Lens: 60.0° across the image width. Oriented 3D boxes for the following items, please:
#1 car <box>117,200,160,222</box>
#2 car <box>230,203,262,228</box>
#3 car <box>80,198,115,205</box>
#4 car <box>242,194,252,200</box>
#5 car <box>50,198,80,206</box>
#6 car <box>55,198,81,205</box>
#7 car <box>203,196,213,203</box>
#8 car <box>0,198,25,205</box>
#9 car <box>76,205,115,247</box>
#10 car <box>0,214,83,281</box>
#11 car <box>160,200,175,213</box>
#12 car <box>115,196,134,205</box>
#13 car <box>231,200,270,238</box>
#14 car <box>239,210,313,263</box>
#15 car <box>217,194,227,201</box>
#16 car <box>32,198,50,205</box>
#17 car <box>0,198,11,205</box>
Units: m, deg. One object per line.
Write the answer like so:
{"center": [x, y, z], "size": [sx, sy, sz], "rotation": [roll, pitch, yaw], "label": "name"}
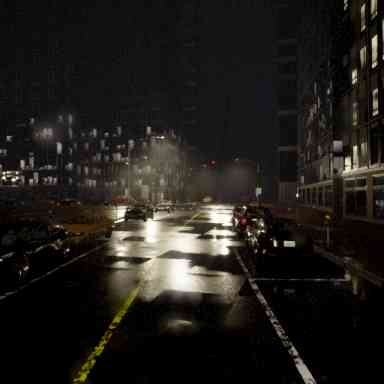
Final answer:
{"center": [-4.126, 1.578, 26.408], "size": [2.008, 1.369, 4.403], "rotation": [1, 0, 5], "label": "car"}
{"center": [3.655, 1.556, 23.227], "size": [1.887, 1.381, 4.507], "rotation": [1, 0, 5], "label": "car"}
{"center": [-15.257, 1.674, 53.864], "size": [4.313, 1.339, 1.947], "rotation": [0, -1, 15], "label": "car"}
{"center": [12.567, 1.439, 76.065], "size": [2.192, 1.841, 5.009], "rotation": [1, 0, 15], "label": "car"}
{"center": [-20.650, 1.695, 55.342], "size": [4.403, 1.369, 2.008], "rotation": [0, -1, 15], "label": "car"}
{"center": [-23.971, 1.882, 64.423], "size": [4.403, 1.369, 2.008], "rotation": [0, -1, 15], "label": "car"}
{"center": [3.567, 1.674, 73.822], "size": [1.752, 1.417, 4.829], "rotation": [1, 0, 14], "label": "car"}
{"center": [-31.436, 1.766, 58.300], "size": [4.403, 1.369, 2.008], "rotation": [0, -1, 15], "label": "car"}
{"center": [-4.892, 1.540, 15.308], "size": [1.752, 1.417, 4.829], "rotation": [1, 0, 3], "label": "car"}
{"center": [-5.121, 1.574, 9.985], "size": [1.947, 1.339, 4.313], "rotation": [1, 0, 2], "label": "car"}
{"center": [-3.000, 1.594, 37.165], "size": [2.008, 1.369, 4.403], "rotation": [1, 0, 7], "label": "car"}
{"center": [-13.181, 1.574, 61.468], "size": [5.009, 1.841, 2.192], "rotation": [0, -1, 15], "label": "car"}
{"center": [3.267, 1.448, 17.598], "size": [1.967, 1.590, 4.097], "rotation": [1, 0, 4], "label": "car"}
{"center": [2.976, 1.570, 11.918], "size": [1.947, 1.339, 4.313], "rotation": [1, 0, 2], "label": "car"}
{"center": [8.124, 1.529, 89.912], "size": [2.192, 1.841, 5.009], "rotation": [1, 0, 16], "label": "car"}
{"center": [-29.530, 1.893, 65.947], "size": [4.829, 1.417, 1.752], "rotation": [0, -1, 15], "label": "car"}
{"center": [-40.157, 1.989, 68.861], "size": [4.403, 1.369, 2.008], "rotation": [0, -1, 15], "label": "car"}
